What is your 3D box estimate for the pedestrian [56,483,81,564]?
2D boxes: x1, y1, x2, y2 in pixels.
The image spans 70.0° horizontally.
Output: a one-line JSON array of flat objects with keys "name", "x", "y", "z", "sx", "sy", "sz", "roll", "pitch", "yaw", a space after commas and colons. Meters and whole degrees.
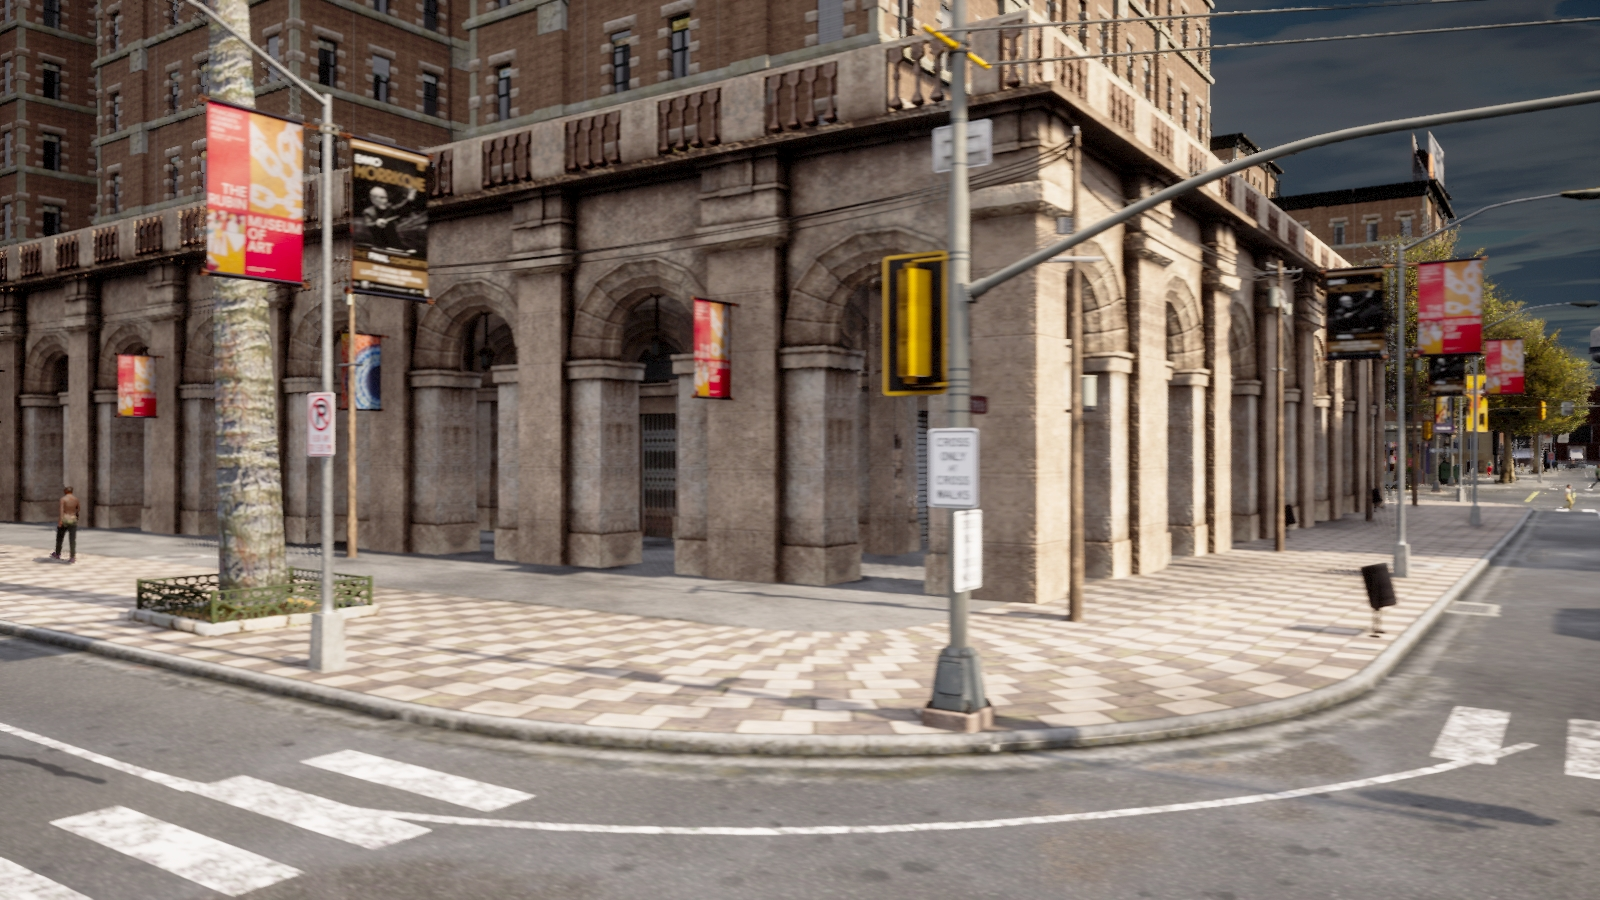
[{"name": "pedestrian", "x": -16.955, "y": 1.695, "z": 26.498, "sx": 0.375, "sy": 1.860, "sz": 0.375, "roll": 0, "pitch": 0, "yaw": 36}]

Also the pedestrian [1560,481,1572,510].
[{"name": "pedestrian", "x": 35.791, "y": 2.127, "z": 53.372, "sx": 0.375, "sy": 1.300, "sz": 0.375, "roll": 0, "pitch": 0, "yaw": -44}]
